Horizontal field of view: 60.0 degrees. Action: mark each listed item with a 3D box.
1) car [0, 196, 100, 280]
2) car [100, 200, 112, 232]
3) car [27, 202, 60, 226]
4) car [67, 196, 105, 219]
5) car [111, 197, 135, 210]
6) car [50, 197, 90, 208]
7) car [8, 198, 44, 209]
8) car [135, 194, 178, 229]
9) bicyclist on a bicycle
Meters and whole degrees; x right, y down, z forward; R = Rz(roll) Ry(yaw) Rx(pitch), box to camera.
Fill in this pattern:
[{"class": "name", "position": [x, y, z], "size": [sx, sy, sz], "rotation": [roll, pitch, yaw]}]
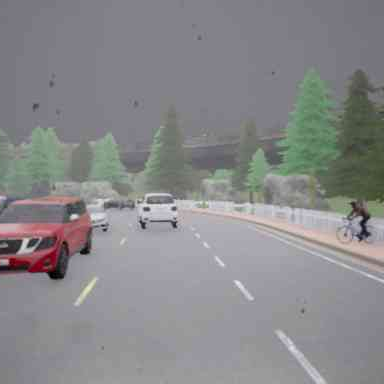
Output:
[{"class": "car", "position": [-4.518, 1.202, 10.163], "size": [2.150, 2.045, 5.566], "rotation": [-1, 0, -6]}, {"class": "car", "position": [-5.880, 1.462, 19.672], "size": [1.812, 1.442, 4.674], "rotation": [-1, 0, -12]}, {"class": "car", "position": [-10.605, 1.519, 23.817], "size": [1.994, 1.385, 4.181], "rotation": [-1, 0, -23]}, {"class": "car", "position": [-9.424, 1.264, 29.292], "size": [2.097, 1.767, 4.553], "rotation": [-1, 0, -33]}, {"class": "car", "position": [-8.609, 1.335, 39.468], "size": [2.128, 1.511, 4.902], "rotation": [-1, 0, -45]}, {"class": "car", "position": [-16.889, 1.429, 45.839], "size": [5.357, 1.411, 2.033], "rotation": [0, 0, 26]}, {"class": "car", "position": [-21.974, 1.503, 44.066], "size": [4.181, 1.385, 1.994], "rotation": [0, 0, 22]}, {"class": "car", "position": [-2.298, 1.115, 21.306], "size": [2.150, 2.045, 5.566], "rotation": [0, 0, -12]}, {"class": "bicyclist on a bicycle", "position": [6.304, 1.166, 12.690], "size": [1.656, 1.620, 0.582], "rotation": [-1, 0, -5]}]
